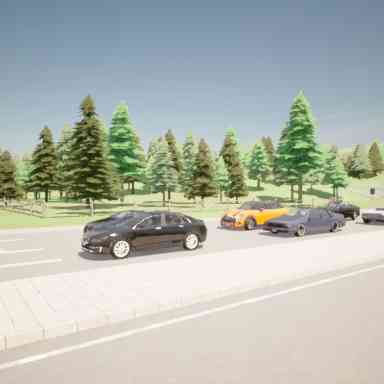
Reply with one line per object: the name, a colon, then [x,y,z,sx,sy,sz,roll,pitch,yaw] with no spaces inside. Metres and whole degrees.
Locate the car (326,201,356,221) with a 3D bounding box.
car: [11.192,1.491,25.993,4.902,1.511,2.128,0,0,-35]

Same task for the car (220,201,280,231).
car: [3.939,1.352,20.873,4.553,1.767,2.097,0,0,-35]

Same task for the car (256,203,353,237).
car: [6.288,1.547,18.254,5.357,1.411,2.033,0,0,-35]

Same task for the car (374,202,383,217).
car: [19.508,1.601,31.801,4.718,1.301,1.895,0,0,-35]

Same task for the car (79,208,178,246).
car: [-2.996,1.564,15.946,4.181,1.385,1.994,0,0,-34]

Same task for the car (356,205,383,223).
car: [14.117,1.601,23.783,4.718,1.301,1.895,0,0,-35]

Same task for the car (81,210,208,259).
car: [-1.655,1.505,12.620,4.892,1.490,1.837,0,0,-35]
